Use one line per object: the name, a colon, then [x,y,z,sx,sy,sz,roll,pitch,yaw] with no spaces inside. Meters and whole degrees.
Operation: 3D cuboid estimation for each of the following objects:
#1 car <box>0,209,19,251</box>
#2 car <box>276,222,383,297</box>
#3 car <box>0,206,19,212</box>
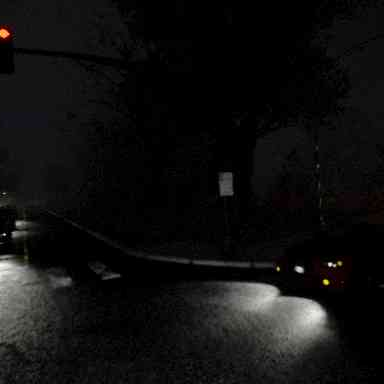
car: [-9.307,1.835,15.256,2.128,1.511,4.902,-4,1,-27]
car: [4.154,1.468,8.286,4.181,1.385,1.994,-2,0,-26]
car: [-14.031,2.050,24.576,2.033,1.411,5.357,-4,1,-27]
